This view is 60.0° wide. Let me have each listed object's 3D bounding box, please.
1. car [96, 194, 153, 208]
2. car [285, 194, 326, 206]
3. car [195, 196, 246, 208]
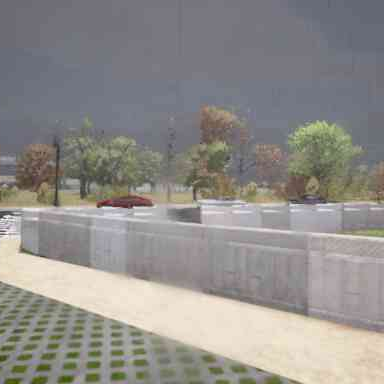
[{"bbox_3d":[-6.056,0.978,29.888,5.008,1.535,1.882,0,2,-18],"label":"car"},{"bbox_3d":[12.310,0.972,36.026,4.674,1.442,1.812,0,2,-18],"label":"car"},{"bbox_3d":[2.772,1.072,32.844,4.718,1.301,1.895,0,2,-18],"label":"car"}]
